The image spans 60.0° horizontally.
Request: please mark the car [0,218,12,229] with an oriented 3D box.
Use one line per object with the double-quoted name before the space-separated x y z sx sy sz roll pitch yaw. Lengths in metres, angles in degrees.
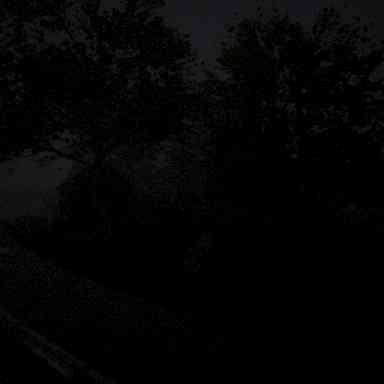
"car" -19.035 3.282 32.826 1.994 1.385 4.181 -3 -5 -7
